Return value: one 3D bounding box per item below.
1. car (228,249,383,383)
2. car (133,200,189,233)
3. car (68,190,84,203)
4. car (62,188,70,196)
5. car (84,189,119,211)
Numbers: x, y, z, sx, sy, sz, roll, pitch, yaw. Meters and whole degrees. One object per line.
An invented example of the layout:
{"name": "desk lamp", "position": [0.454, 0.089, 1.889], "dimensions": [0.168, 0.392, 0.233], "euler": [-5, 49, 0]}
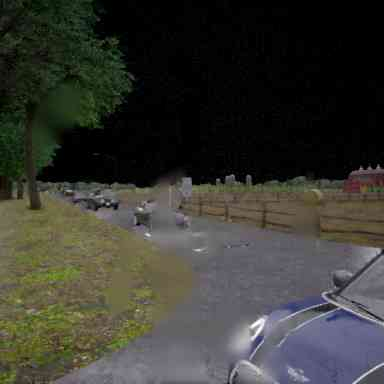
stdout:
{"name": "car", "position": [2.598, 1.355, 3.267], "dimensions": [4.553, 1.767, 2.097], "euler": [0, 0, -26]}
{"name": "car", "position": [-1.839, 1.238, 18.171], "dimensions": [1.837, 1.490, 4.892], "euler": [-1, 1, -26]}
{"name": "car", "position": [-15.941, 0.821, 47.311], "dimensions": [2.033, 1.411, 5.357], "euler": [-1, 1, -26]}
{"name": "car", "position": [-32.135, 0.255, 86.849], "dimensions": [1.882, 1.535, 5.008], "euler": [-1, 1, -26]}
{"name": "car", "position": [-8.746, 0.717, 32.348], "dimensions": [2.150, 2.045, 5.566], "euler": [-1, 1, -26]}
